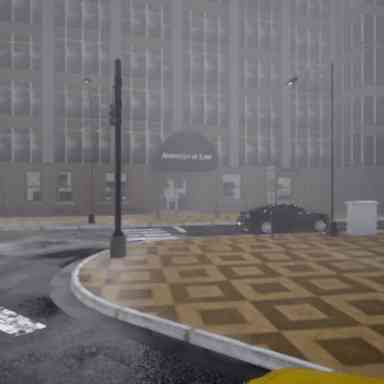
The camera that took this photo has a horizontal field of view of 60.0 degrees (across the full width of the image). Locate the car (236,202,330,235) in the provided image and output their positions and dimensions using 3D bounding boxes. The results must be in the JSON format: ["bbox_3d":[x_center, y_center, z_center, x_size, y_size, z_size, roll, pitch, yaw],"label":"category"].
[{"bbox_3d":[4.660,1.286,16.905,4.892,1.490,1.837,0,0,-14],"label":"car"}]

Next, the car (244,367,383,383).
[{"bbox_3d":[2.138,1.532,1.201,4.829,1.417,1.752,0,0,36],"label":"car"}]
